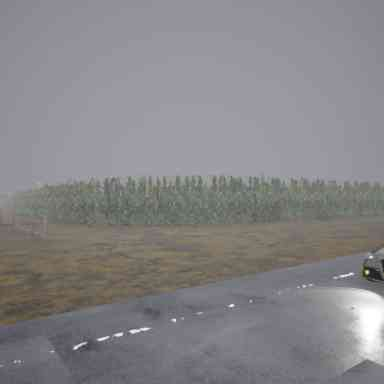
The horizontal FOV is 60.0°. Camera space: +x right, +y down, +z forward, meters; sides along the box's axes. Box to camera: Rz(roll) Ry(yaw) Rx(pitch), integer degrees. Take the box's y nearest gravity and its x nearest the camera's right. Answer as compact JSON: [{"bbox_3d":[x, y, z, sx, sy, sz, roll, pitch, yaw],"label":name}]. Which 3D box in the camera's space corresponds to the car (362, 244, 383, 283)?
[{"bbox_3d":[6.147,1.578,8.397,4.181,1.385,1.994,0,0,-36],"label":"car"}]
